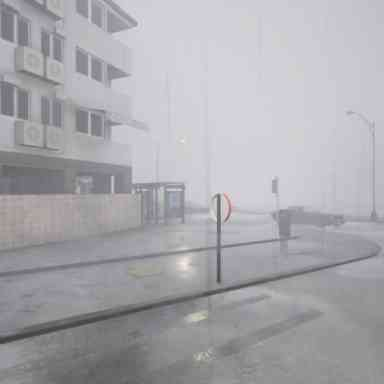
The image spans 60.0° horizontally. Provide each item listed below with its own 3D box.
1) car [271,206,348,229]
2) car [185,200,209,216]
[{"bbox_3d":[7.592,1.600,21.877,1.895,1.301,4.718,0,0,-35],"label":"car"},{"bbox_3d":[-0.545,1.547,33.351,2.033,1.411,5.357,0,0,-35],"label":"car"}]
